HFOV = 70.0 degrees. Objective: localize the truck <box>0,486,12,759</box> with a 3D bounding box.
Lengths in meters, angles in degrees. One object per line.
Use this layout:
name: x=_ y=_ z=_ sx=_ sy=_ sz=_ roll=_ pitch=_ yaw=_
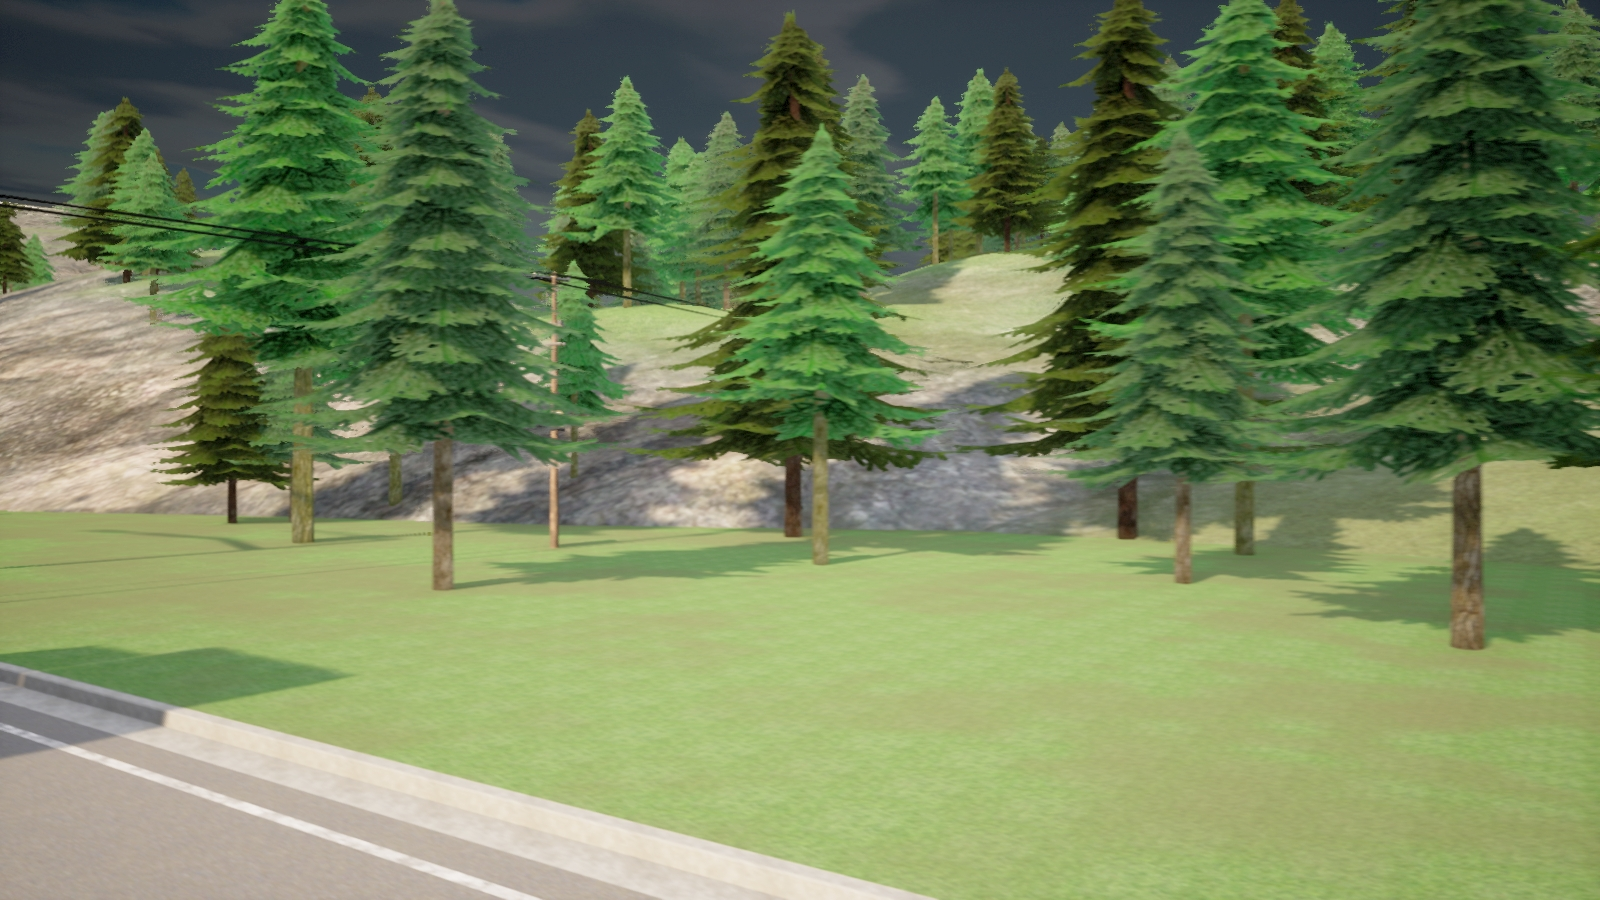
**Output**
truck: x=-10.090 y=1.568 z=10.829 sx=5.204 sy=2.467 sz=2.627 roll=0 pitch=0 yaw=34
